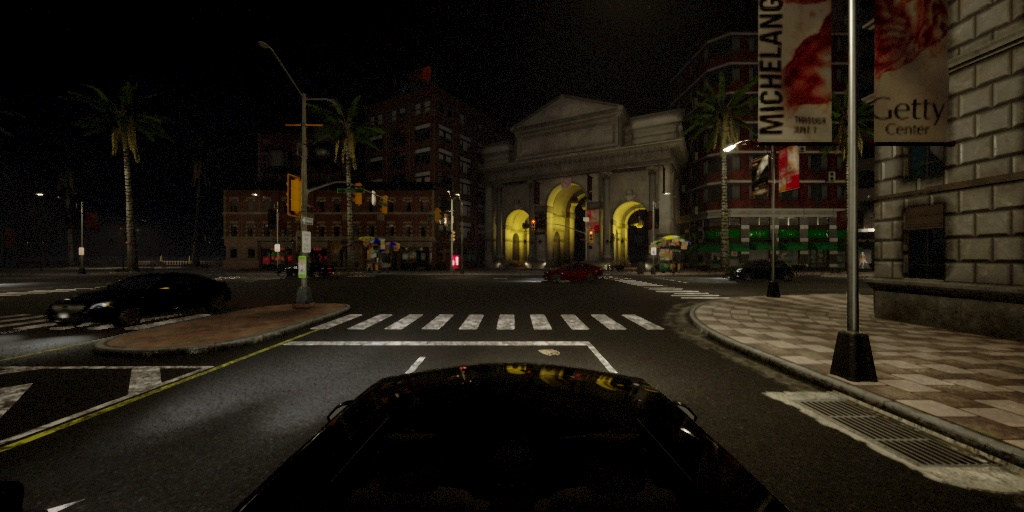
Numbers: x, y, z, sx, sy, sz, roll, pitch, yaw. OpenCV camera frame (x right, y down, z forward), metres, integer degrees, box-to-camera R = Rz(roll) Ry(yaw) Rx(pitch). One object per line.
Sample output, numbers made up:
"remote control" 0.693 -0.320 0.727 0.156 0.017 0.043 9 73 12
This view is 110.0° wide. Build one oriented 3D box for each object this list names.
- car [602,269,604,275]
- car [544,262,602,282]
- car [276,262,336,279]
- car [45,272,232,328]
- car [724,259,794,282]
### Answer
"car" 5.747 1.276 31.890 4.674 1.442 1.812 0 0 0
"car" 4.619 1.314 28.396 4.181 1.385 1.994 0 0 0
"car" -18.383 1.255 32.039 4.892 1.490 1.837 0 0 0
"car" -11.499 1.276 11.595 1.812 1.442 4.674 0 0 3
"car" 19.355 1.102 28.288 4.553 1.767 2.097 0 0 1
